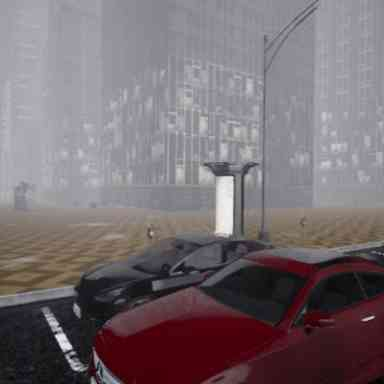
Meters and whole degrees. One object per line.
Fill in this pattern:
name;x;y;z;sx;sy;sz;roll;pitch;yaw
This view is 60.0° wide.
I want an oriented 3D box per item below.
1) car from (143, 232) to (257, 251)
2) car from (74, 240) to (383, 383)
car;0.022;1.504;6.439;4.313;1.339;1.947;0;1;-33
car;1.166;1.494;4.094;4.674;1.442;1.812;0;1;-31
